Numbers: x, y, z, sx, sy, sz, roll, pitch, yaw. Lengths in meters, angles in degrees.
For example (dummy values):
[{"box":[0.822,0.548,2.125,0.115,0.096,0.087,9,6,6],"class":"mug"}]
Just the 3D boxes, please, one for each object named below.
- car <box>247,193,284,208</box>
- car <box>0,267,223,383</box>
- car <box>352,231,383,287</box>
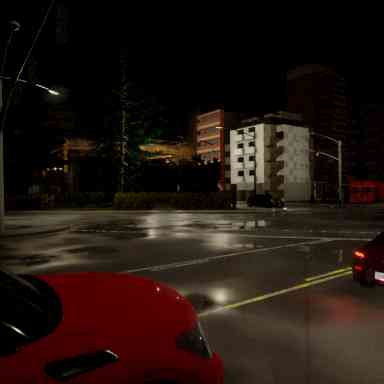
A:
[{"box":[8.616,0.943,39.342,2.097,1.767,4.553,-1,1,-35],"class":"car"},{"box":[-2.385,1.220,2.038,5.566,2.045,2.150,0,0,-35],"class":"car"},{"box":[5.544,1.433,7.715,4.674,1.442,1.812,-1,1,-35],"class":"car"}]
